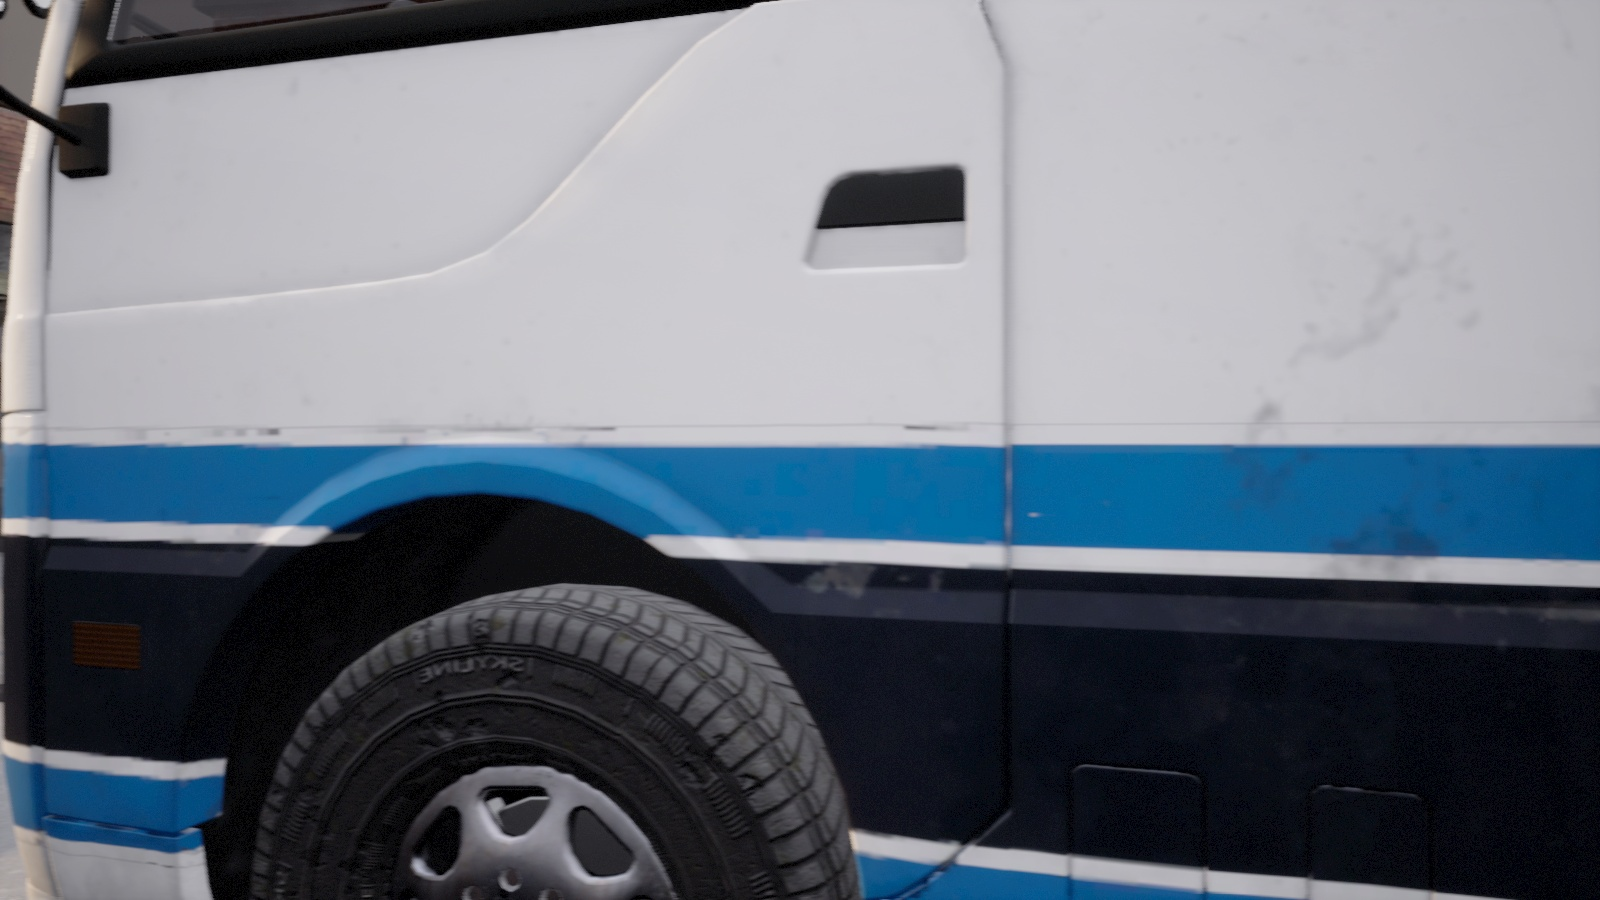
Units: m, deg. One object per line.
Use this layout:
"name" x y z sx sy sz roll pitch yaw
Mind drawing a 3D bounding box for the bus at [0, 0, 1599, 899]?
"bus" 2.663 -0.585 2.804 10.273 4.253 3.944 1 1 19
